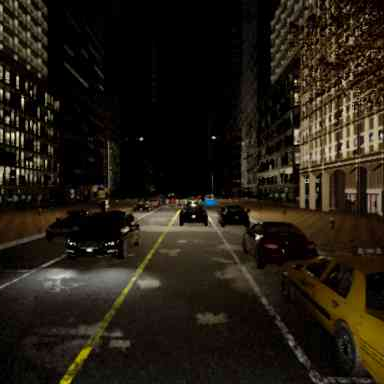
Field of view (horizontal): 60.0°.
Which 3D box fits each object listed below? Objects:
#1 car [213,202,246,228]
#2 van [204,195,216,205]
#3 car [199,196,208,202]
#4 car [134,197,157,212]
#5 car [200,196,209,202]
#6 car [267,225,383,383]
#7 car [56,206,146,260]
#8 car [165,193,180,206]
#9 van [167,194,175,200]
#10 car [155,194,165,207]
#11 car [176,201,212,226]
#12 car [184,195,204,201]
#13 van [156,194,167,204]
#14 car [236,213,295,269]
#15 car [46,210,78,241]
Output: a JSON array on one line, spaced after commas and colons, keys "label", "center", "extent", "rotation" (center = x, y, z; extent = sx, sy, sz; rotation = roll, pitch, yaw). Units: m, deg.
[{"label": "car", "center": [2.693, 1.570, 22.165], "extent": [1.947, 1.339, 4.313], "rotation": [0, 0, 0]}, {"label": "van", "center": [2.698, 1.346, 50.506], "extent": [1.690, 1.788, 3.998], "rotation": [0, 0, 0]}, {"label": "car", "center": [2.704, 1.563, 78.847], "extent": [1.947, 1.339, 4.313], "rotation": [0, 0, 0]}, {"label": "car", "center": [-5.684, 1.571, 39.171], "extent": [1.947, 1.339, 4.313], "rotation": [0, 0, 0]}, {"label": "car", "center": [2.703, 1.544, 73.179], "extent": [1.887, 1.381, 4.507], "rotation": [0, 0, 0]}, {"label": "car", "center": [2.690, 1.527, 5.330], "extent": [1.752, 1.417, 4.829], "rotation": [0, 0, 0]}, {"label": "car", "center": [-3.098, 1.507, 12.475], "extent": [1.837, 1.490, 4.892], "rotation": [0, 0, 0]}, {"label": "car", "center": [-3.061, 1.357, 53.198], "extent": [2.097, 1.767, 4.553], "rotation": [0, 0, 0]}, {"label": "van", "center": [-5.674, 1.332, 90.186], "extent": [1.690, 1.788, 3.998], "rotation": [0, 0, 0]}, {"label": "car", "center": [-5.682, 1.445, 50.508], "extent": [1.967, 1.590, 4.097], "rotation": [0, 0, 0]}, {"label": "car", "center": [0.108, 1.568, 23.601], "extent": [1.994, 1.385, 4.181], "rotation": [0, 0, 0]}, {"label": "car", "center": [0.107, 1.357, 42.286], "extent": [2.097, 1.767, 4.553], "rotation": [0, 0, 0]}, {"label": "van", "center": [-5.680, 1.343, 61.844], "extent": [1.690, 1.788, 3.998], "rotation": [0, 0, 0]}, {"label": "car", "center": [2.691, 1.584, 10.828], "extent": [1.802, 1.307, 4.206], "rotation": [0, 0, 0]}, {"label": "car", "center": [-5.688, 1.585, 16.499], "extent": [1.802, 1.307, 4.206], "rotation": [0, 0, 0]}]
